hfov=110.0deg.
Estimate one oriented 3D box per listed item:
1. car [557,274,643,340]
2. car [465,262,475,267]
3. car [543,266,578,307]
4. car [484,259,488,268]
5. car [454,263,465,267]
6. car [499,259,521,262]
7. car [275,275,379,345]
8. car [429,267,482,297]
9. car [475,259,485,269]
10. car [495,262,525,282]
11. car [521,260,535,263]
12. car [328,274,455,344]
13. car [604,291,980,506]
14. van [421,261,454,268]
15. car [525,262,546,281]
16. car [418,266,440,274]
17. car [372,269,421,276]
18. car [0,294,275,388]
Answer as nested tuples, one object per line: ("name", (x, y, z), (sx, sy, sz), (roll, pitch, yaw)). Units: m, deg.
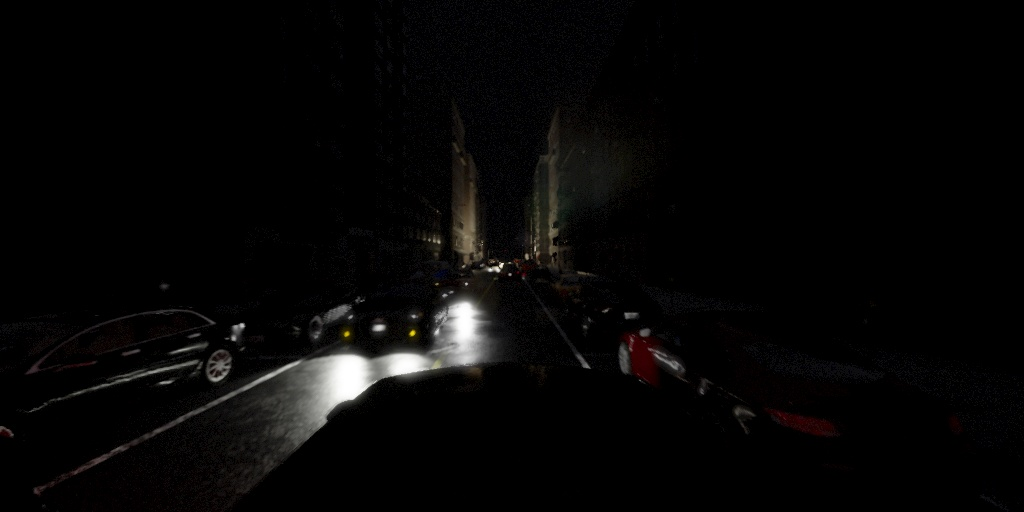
("car", (2.591, 1.342, 9.845), (1.948, 1.339, 4.313), (0, 0, 0))
("car", (-5.704, 1.527, 42.091), (1.751, 1.417, 4.829), (0, 0, 0))
("car", (2.544, 1.331, 15.428), (1.751, 1.417, 4.829), (0, 0, 0))
("car", (-5.887, 1.661, 63.912), (2.007, 1.370, 4.403), (0, 0, 0))
("car", (-5.615, 1.385, 31.437), (1.967, 1.591, 4.097), (0, 0, 0))
("car", (-0.293, 1.483, 47.572), (2.128, 1.511, 4.902), (0, 0, 0))
("car", (-5.434, 1.396, 9.787), (1.948, 1.339, 4.313), (0, 0, 0))
("car", (-2.973, 1.468, 19.828), (1.895, 1.301, 4.718), (0, 0, 0))
("car", (-5.842, 1.667, 58.499), (1.802, 1.307, 4.207), (0, 0, 0))
("car", (-0.164, 1.472, 31.284), (1.994, 1.385, 4.181), (0, 0, 0))
("car", (2.368, 1.333, 49.198), (2.097, 1.767, 4.553), (0, 0, 0))
("car", (-2.908, 1.377, 9.738), (1.994, 1.385, 4.181), (0, 0, -1))
("car", (2.636, 1.329, 4.433), (1.802, 1.307, 4.207), (0, 0, 0))
("van", (-5.570, 1.258, 26.024), (1.690, 1.789, 3.998), (0, 0, 0))
("car", (2.410, 1.442, 31.495), (2.007, 1.370, 4.403), (0, 0, 0))
("car", (-5.525, 1.471, 20.612), (1.802, 1.307, 4.207), (0, 0, 0))
("car", (-5.479, 1.425, 15.199), (1.948, 1.339, 4.313), (0, 0, 0))
("car", (-5.389, 1.352, 4.375), (2.007, 1.370, 4.403), (0, 0, 0))
